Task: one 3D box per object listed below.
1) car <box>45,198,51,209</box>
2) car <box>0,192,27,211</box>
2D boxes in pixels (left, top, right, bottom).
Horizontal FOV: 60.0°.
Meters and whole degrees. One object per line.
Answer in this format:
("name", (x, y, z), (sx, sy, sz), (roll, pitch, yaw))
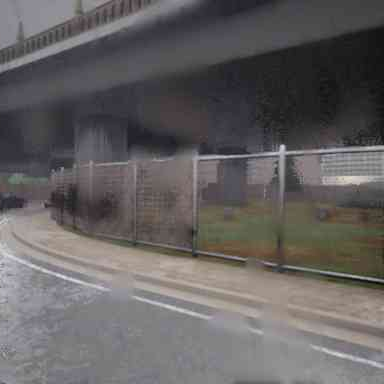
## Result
("car", (-13.773, 1.046, 35.596), (1.994, 1.385, 4.181), (1, 0, 11))
("car", (-17.827, 0.815, 31.830), (2.097, 1.767, 4.553), (1, 1, 3))
